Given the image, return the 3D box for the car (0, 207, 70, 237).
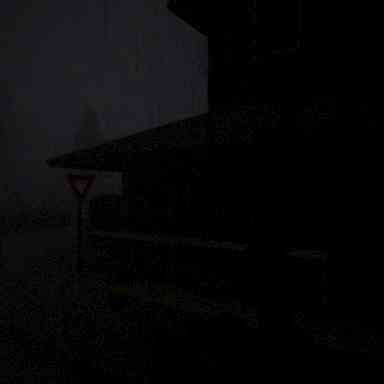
[{"bbox_3d":[-9.582,1.667,19.419,1.837,1.490,4.892,0,0,35],"label":"car"}]
